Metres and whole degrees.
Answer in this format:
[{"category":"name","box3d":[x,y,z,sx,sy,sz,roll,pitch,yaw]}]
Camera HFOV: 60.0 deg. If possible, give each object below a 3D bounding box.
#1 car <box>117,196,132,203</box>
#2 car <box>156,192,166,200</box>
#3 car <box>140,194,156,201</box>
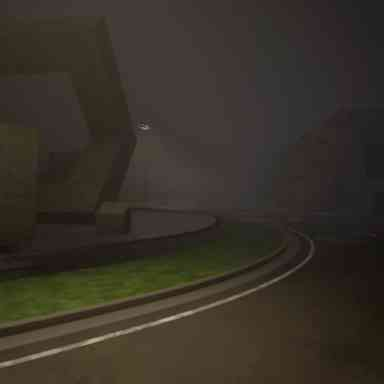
[{"category":"car","box3d":[-12.476,1.448,60.945,1.994,1.385,4.181,0,0,11]},{"category":"car","box3d":[-8.524,1.068,91.465,2.150,2.045,5.566,0,0,7]},{"category":"car","box3d":[-10.430,1.220,76.112,2.097,1.767,4.553,0,0,7]}]
